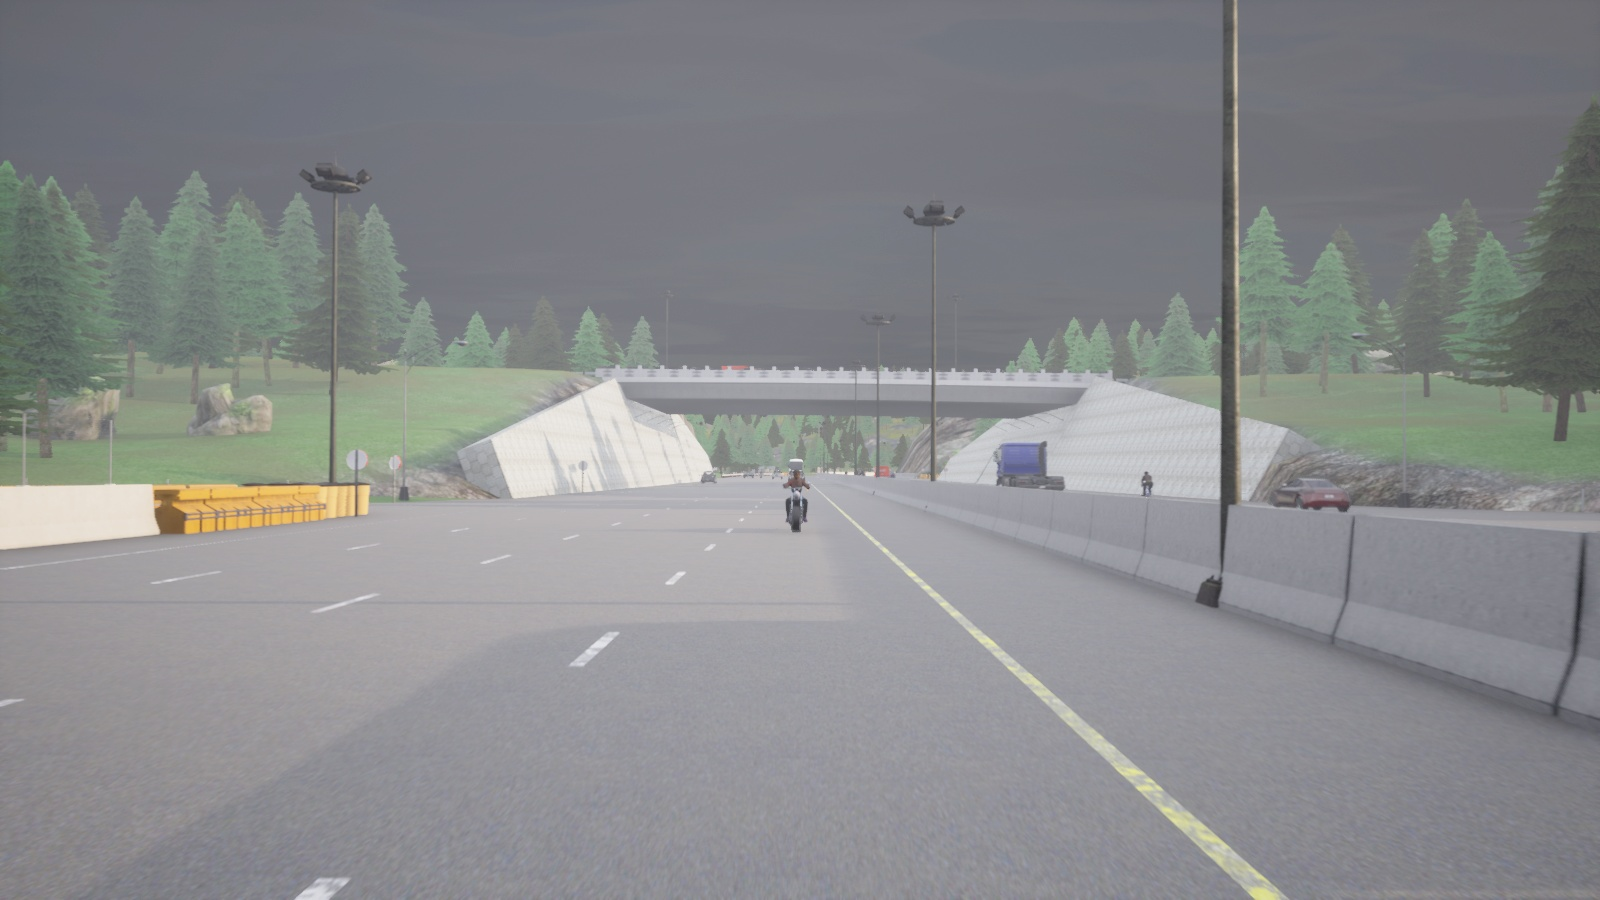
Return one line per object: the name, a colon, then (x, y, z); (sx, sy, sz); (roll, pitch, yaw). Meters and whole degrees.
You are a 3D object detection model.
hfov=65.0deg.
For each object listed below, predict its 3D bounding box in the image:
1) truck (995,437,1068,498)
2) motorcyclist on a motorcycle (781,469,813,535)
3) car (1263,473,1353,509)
truck: (13.813, 1.043, 75.615); (2.891, 3.462, 7.936); (0, -1, 0)
motorcyclist on a motorcycle: (-0.078, 1.305, 32.240); (0.766, 1.649, 2.350); (0, -1, 0)
car: (20.874, 1.662, 51.815); (1.994, 1.385, 4.181); (0, -1, 0)
